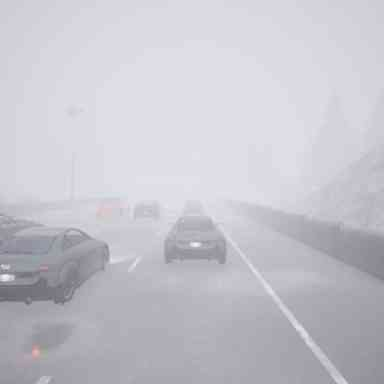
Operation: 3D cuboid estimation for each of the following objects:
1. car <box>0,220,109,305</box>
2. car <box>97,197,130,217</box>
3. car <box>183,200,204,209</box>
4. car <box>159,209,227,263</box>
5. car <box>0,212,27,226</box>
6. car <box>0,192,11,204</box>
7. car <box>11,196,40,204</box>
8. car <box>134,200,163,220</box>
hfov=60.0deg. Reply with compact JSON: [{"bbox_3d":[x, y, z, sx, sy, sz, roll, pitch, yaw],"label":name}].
[{"bbox_3d":[-3.396,1.529,8.086,1.994,1.385,4.181,0,0,0],"label":"car"},{"bbox_3d":[-6.885,1.223,29.588,2.097,1.767,4.553,0,0,0],"label":"car"},{"bbox_3d":[0.115,1.414,30.704,2.033,1.411,5.357,0,0,0],"label":"car"},{"bbox_3d":[0.106,1.512,11.816,1.994,1.385,4.181,0,0,0],"label":"car"},{"bbox_3d":[-6.894,1.441,11.630,2.128,1.511,4.902,0,0,0],"label":"car"},{"bbox_3d":[-24.567,1.049,39.828,2.150,2.045,5.566,0,0,0],"label":"car"},{"bbox_3d":[-21.058,1.297,41.918,1.882,1.535,5.008,0,0,0],"label":"car"},{"bbox_3d":[-3.387,1.362,26.545,1.882,1.535,5.008,0,0,0],"label":"car"}]
